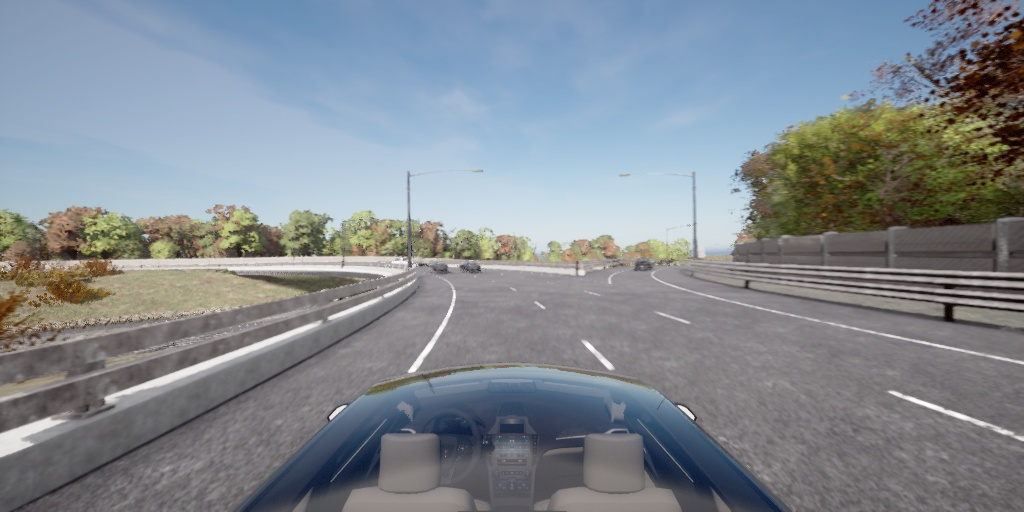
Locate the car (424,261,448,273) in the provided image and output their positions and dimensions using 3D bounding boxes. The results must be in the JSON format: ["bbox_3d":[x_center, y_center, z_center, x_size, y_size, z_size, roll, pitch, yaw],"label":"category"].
[{"bbox_3d":[-9.601,1.412,46.565,2.128,1.511,4.902,-1,0,-24],"label":"car"}]

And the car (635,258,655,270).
[{"bbox_3d":[16.278,0.944,43.962,1.837,1.490,4.892,-2,0,28],"label":"car"}]

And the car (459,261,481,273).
[{"bbox_3d":[-5.442,1.335,45.775,2.128,1.511,4.902,-1,0,-23],"label":"car"}]
